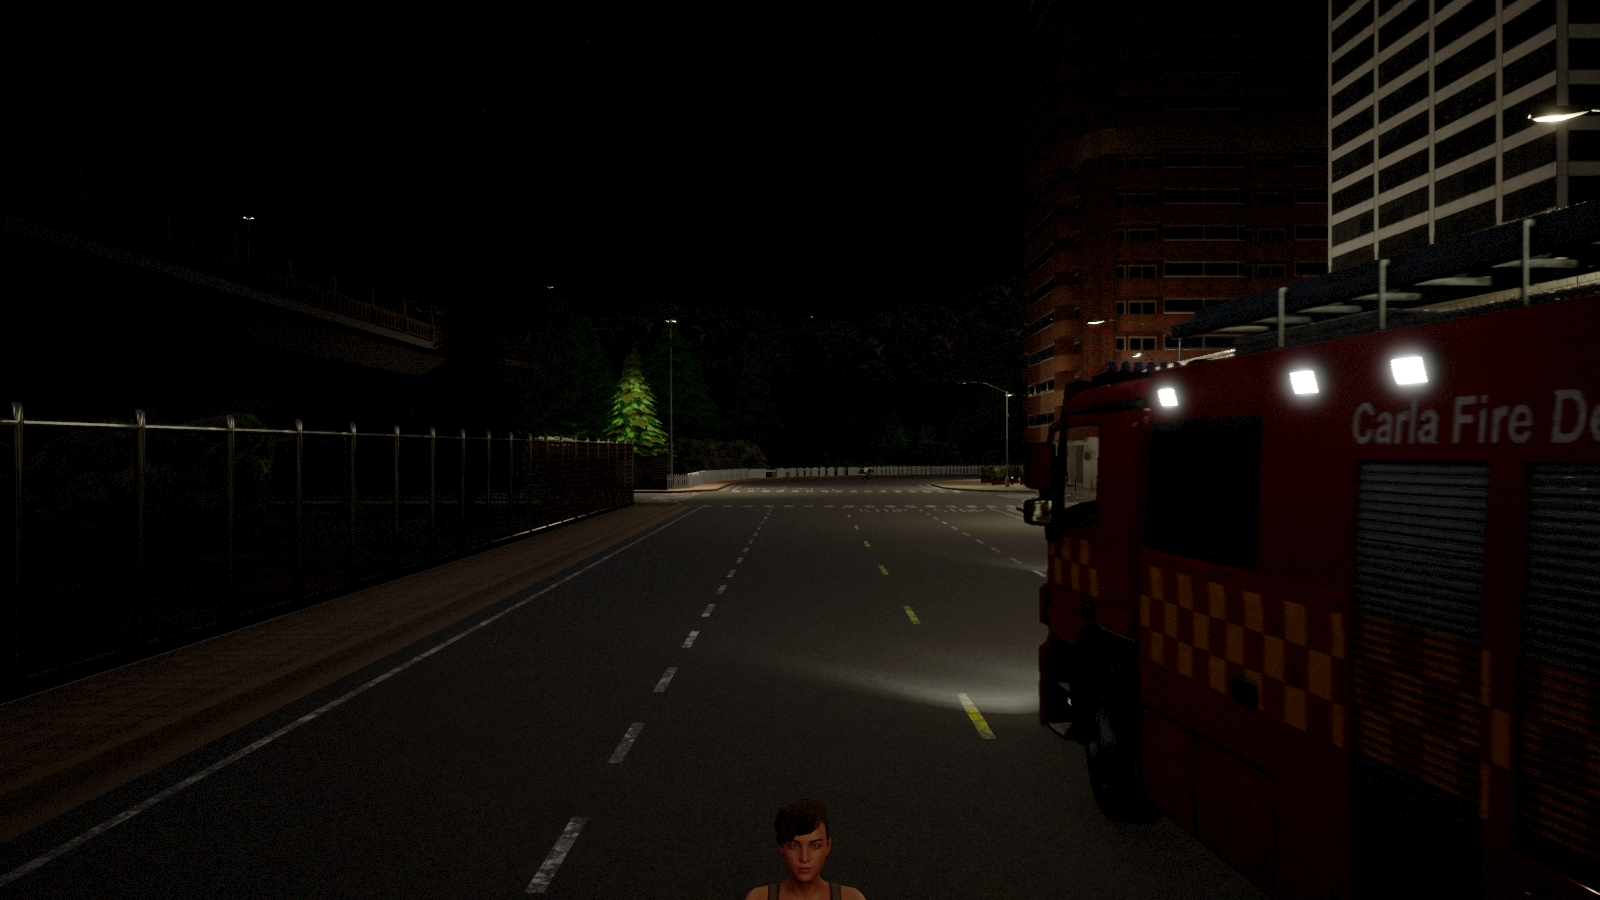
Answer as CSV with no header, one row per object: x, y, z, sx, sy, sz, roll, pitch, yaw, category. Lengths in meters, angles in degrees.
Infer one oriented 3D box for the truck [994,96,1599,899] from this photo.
3.618,0.835,6.501,2.891,3.827,8.468,0,0,-5,truck

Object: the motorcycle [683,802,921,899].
0.006,2.099,3.507,0.764,1.307,2.356,0,0,0,motorcycle
